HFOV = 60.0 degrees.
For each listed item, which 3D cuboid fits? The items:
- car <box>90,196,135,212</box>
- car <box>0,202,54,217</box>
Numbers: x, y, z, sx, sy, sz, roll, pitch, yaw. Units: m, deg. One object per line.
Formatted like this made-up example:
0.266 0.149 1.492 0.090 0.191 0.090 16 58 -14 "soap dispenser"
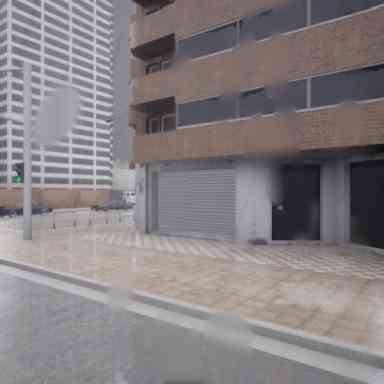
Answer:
-9.374 1.541 39.410 2.033 1.411 5.357 0 0 36 "car"
-15.529 1.594 30.953 1.895 1.301 4.718 0 0 36 "car"
